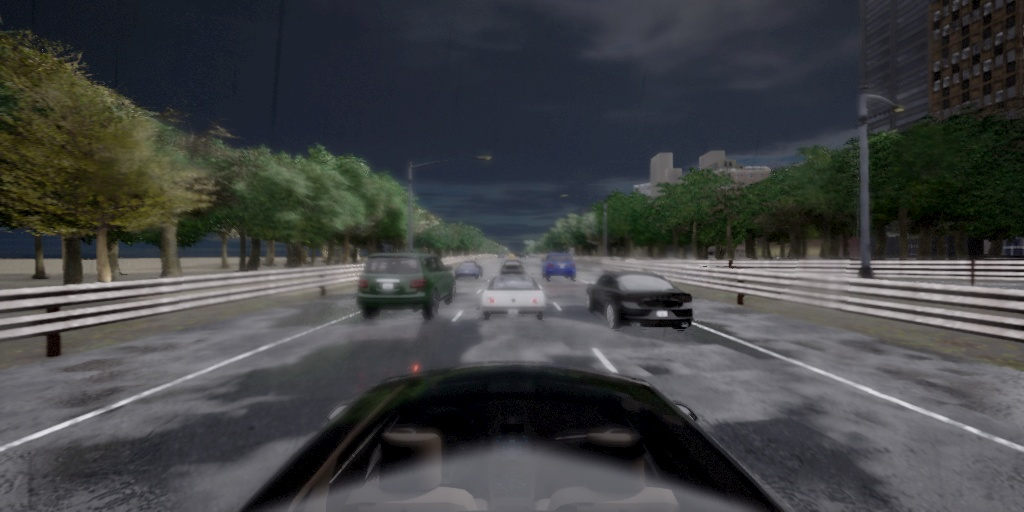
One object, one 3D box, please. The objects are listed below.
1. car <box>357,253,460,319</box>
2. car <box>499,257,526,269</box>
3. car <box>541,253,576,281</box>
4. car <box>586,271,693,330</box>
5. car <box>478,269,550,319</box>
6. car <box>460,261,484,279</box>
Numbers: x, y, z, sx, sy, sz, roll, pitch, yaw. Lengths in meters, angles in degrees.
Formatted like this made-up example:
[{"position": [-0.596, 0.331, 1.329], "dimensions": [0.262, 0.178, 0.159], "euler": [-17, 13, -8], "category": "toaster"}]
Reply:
[{"position": [-3.447, 0.911, 12.691], "dimensions": [2.150, 2.045, 5.566], "euler": [0, 1, 0], "category": "car"}, {"position": [0.050, 1.076, 28.934], "dimensions": [1.837, 1.490, 4.892], "euler": [0, 1, 0], "category": "car"}, {"position": [3.544, 0.805, 27.782], "dimensions": [2.150, 2.045, 5.566], "euler": [0, 1, 0], "category": "car"}, {"position": [3.541, 1.176, 10.874], "dimensions": [1.882, 1.535, 5.008], "euler": [0, 1, 0], "category": "car"}, {"position": [0.054, 1.290, 12.409], "dimensions": [1.895, 1.301, 4.718], "euler": [0, 0, 0], "category": "car"}, {"position": [-3.449, 1.128, 29.376], "dimensions": [1.994, 1.385, 4.181], "euler": [0, 1, 0], "category": "car"}]
